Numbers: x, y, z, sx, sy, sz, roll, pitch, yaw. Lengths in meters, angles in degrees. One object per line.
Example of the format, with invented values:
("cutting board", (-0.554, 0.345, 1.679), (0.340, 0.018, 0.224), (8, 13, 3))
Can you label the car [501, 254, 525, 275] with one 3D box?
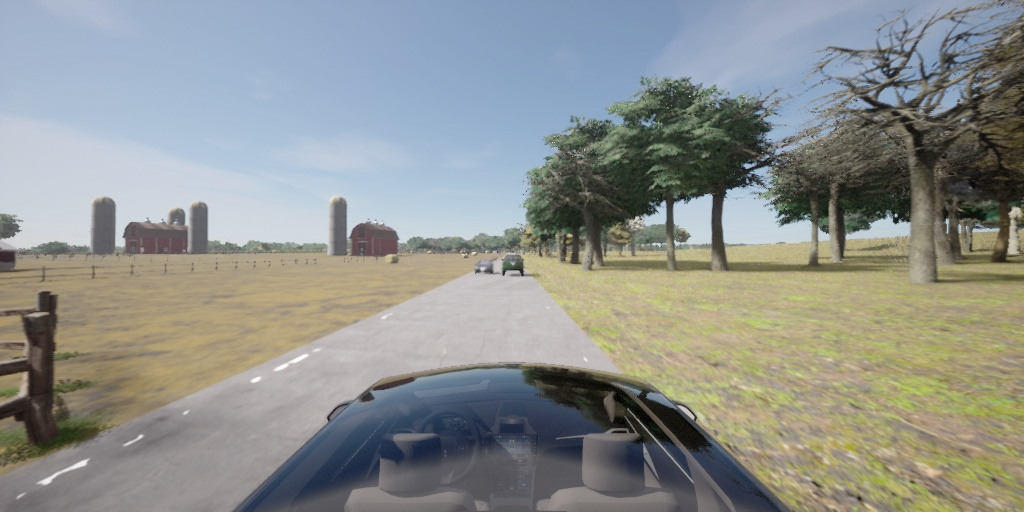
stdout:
("car", (0.101, 0.854, 36.887), (2.150, 2.045, 5.566), (0, 0, 0))

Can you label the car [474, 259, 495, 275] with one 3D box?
("car", (-2.840, 1.120, 37.668), (2.128, 1.511, 4.902), (0, 0, 0))
